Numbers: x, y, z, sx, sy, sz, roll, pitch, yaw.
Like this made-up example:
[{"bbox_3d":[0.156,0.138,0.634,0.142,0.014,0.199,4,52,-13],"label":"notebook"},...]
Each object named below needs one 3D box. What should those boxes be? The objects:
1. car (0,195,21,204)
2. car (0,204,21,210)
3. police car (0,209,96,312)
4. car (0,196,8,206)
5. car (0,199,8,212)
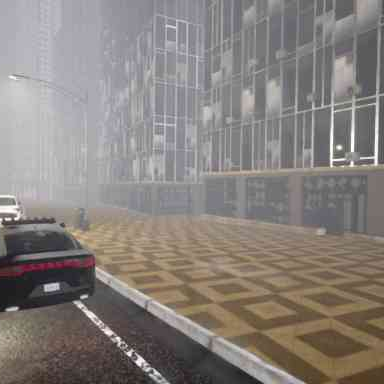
[{"bbox_3d":[-12.099,1.216,20.969,2.150,2.045,5.566,0,0,-30],"label":"car"},{"bbox_3d":[-9.075,1.520,15.923,1.812,1.442,4.674,0,0,-32],"label":"car"},{"bbox_3d":[-3.843,1.422,7.822,1.930,1.638,5.238,0,0,-34],"label":"police car"},{"bbox_3d":[-30.879,1.430,53.738,1.882,1.535,5.008,0,0,-31],"label":"car"},{"bbox_3d":[-22.663,1.577,38.831,1.895,1.301,4.718,0,0,-27],"label":"car"}]
